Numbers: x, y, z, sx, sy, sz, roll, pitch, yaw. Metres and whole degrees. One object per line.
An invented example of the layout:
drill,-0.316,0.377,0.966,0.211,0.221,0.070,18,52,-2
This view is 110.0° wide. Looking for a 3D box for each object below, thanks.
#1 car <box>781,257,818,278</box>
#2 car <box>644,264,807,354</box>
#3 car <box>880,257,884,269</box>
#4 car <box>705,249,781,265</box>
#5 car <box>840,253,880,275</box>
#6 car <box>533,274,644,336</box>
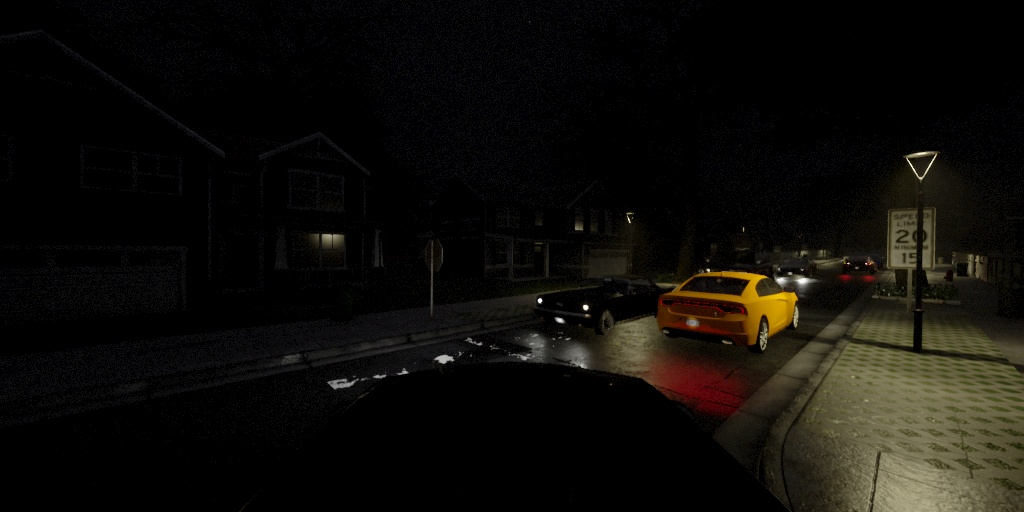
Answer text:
car,21.678,0.812,27.159,5.357,1.411,2.033,-1,2,-42
car,5.385,1.125,8.685,5.008,1.535,1.882,-1,1,-42
car,36.605,0.478,36.756,5.008,1.535,1.882,-1,2,-41
car,11.140,0.691,17.694,5.566,2.045,2.150,-2,2,-42
car,28.967,0.710,29.835,4.674,1.442,1.812,-1,2,-41
car,2.797,1.223,10.194,4.718,1.301,1.895,-1,1,-42
